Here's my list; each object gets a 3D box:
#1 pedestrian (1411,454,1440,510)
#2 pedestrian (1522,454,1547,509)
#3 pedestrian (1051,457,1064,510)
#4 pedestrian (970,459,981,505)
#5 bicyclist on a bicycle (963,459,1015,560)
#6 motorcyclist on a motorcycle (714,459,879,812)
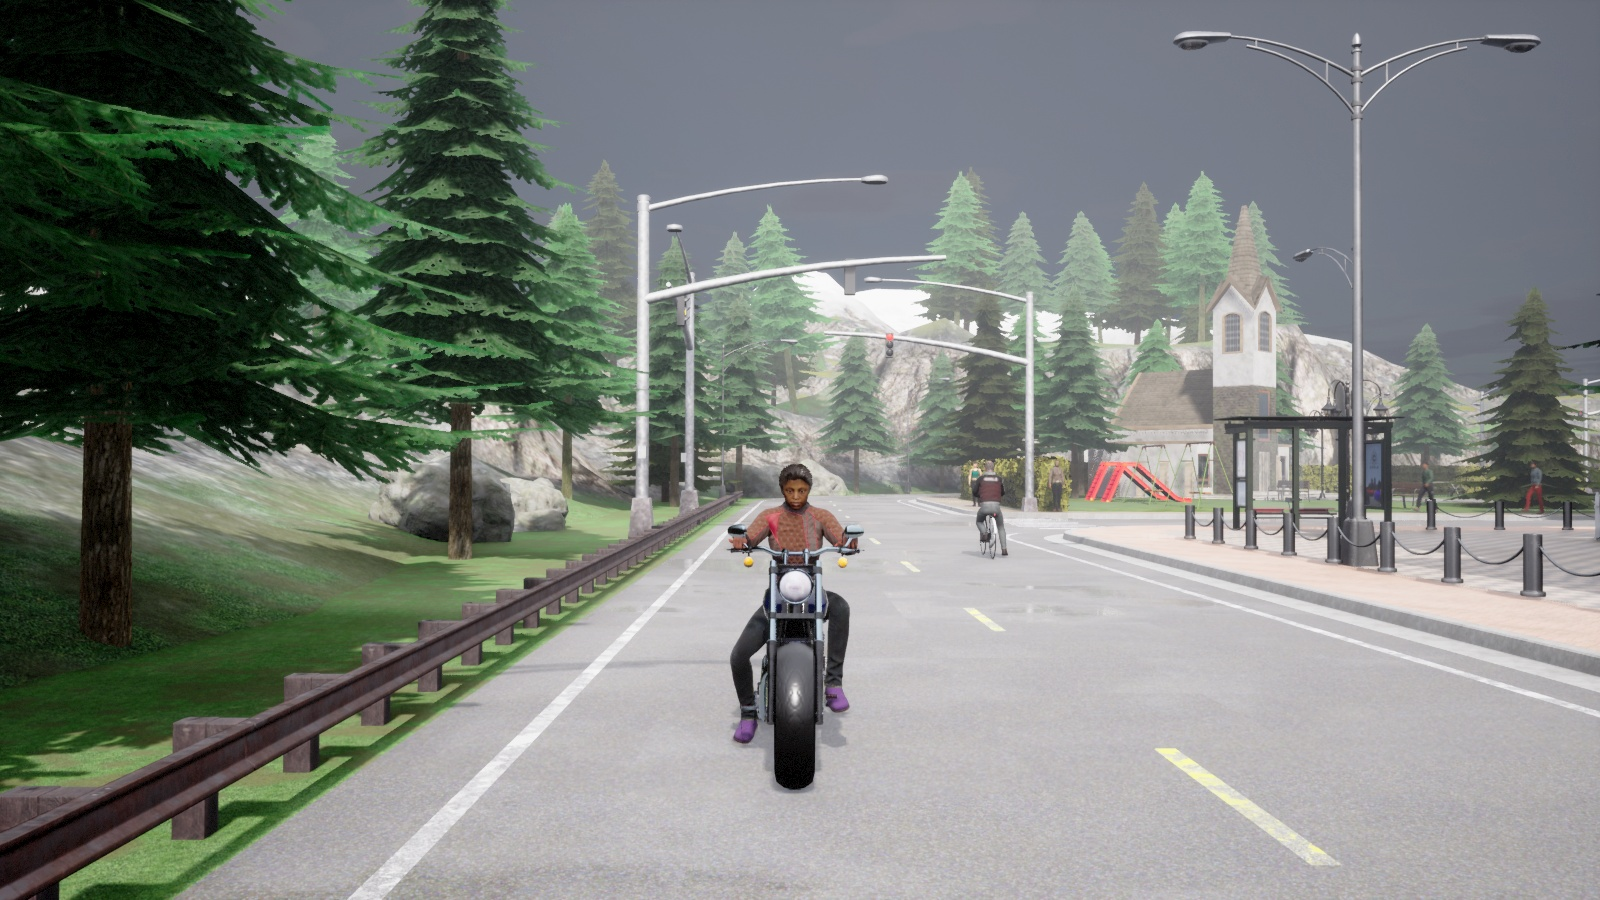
[{"bbox_3d":[21.849,1.108,43.874,0.788,1.949,0.423,0,-1,-15],"label":"pedestrian"},{"bbox_3d":[25.023,1.077,42.788,0.614,1.847,0.353,0,-1,-1],"label":"pedestrian"},{"bbox_3d":[8.943,1.155,43.646,0.331,1.846,0.634,0,-1,1],"label":"pedestrian"},{"bbox_3d":[6.998,1.276,50.022,0.345,1.836,0.594,-1,-1,17],"label":"pedestrian"},{"bbox_3d":[3.438,1.056,22.945,0.659,1.776,1.843,0,-1,0],"label":"bicyclist on a bicycle"},{"bbox_3d":[-0.019,0.883,7.064,0.766,1.649,2.350,0,-1,0],"label":"motorcyclist on a motorcycle"}]
